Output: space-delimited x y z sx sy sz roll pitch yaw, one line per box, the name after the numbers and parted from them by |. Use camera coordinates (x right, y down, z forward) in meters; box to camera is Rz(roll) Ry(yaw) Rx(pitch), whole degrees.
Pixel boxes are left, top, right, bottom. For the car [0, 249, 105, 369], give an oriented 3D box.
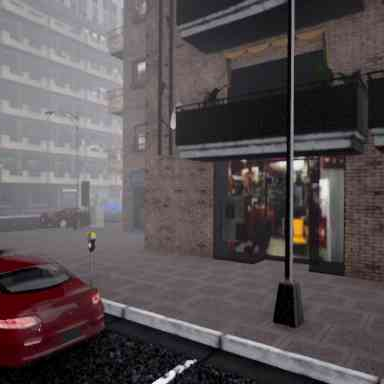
-3.143 1.578 5.243 4.206 1.307 1.802 0 1 36 | car

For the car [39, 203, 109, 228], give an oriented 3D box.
-8.529 1.742 23.737 1.887 1.381 4.507 0 -1 36 | car

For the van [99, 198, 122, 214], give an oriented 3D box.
-8.710 1.588 37.856 1.690 1.788 3.998 0 -1 36 | van
